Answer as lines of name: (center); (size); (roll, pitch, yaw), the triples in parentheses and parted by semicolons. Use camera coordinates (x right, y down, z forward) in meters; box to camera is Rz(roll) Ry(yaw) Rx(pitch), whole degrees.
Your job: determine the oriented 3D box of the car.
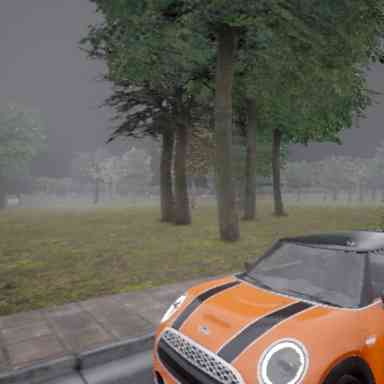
car: (1.783, 1.358, 4.329); (4.553, 1.767, 2.097); (0, 0, -35)
